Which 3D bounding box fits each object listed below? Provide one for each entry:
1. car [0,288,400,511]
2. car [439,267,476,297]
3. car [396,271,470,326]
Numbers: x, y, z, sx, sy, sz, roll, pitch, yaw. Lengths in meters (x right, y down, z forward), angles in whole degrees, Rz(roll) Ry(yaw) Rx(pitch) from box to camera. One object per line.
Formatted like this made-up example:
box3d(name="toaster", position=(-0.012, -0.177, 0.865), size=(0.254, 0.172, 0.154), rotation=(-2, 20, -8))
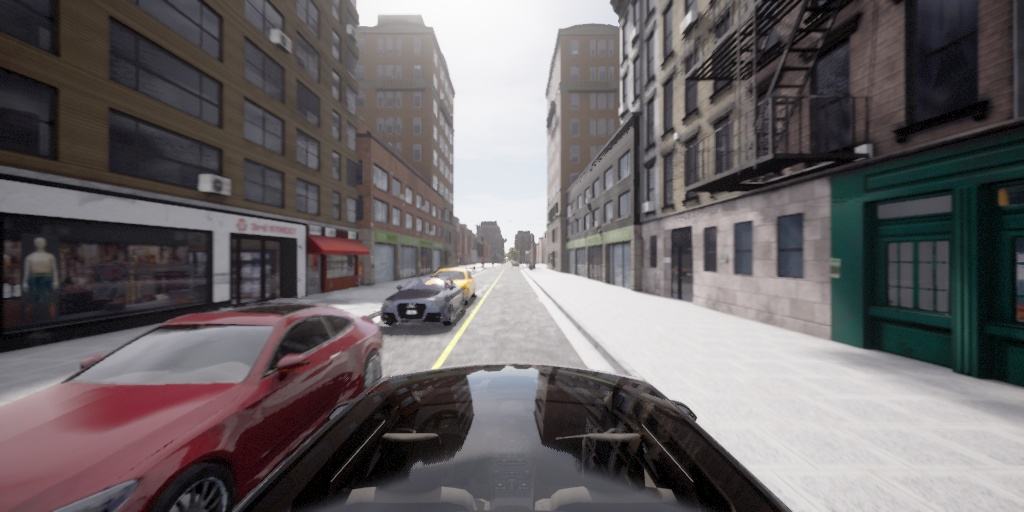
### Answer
box3d(name="car", position=(-2.843, 1.286, 3.743), size=(1.812, 1.442, 4.674), rotation=(0, 0, 0))
box3d(name="car", position=(-2.789, 1.313, 16.847), size=(1.882, 1.535, 5.008), rotation=(0, 0, -1))
box3d(name="car", position=(-2.741, 1.371, 11.847), size=(1.994, 1.385, 4.181), rotation=(0, 0, 1))
